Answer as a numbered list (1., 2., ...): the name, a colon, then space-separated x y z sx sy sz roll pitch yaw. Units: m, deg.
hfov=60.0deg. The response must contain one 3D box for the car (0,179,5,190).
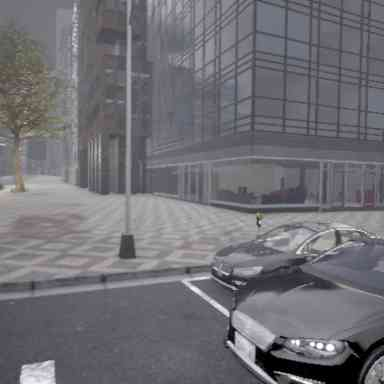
1. car: -29.741 -1.315 50.385 2.097 1.767 4.553 0 3 -24

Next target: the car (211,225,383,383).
1. car: 2.807 1.388 4.506 4.902 1.511 2.128 0 2 -24

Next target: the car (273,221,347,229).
1. car: 2.539 1.351 7.302 4.403 1.369 2.008 0 2 -24
